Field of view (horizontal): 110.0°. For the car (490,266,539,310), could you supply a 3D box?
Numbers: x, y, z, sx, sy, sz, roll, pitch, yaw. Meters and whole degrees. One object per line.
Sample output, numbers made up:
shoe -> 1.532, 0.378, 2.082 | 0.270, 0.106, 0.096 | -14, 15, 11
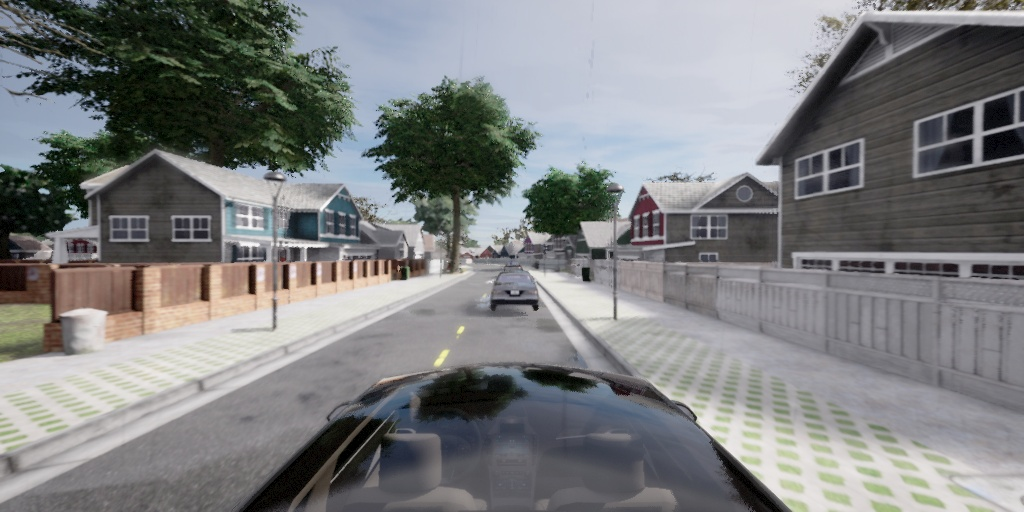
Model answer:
car -> 0.102, 1.295, 14.734 | 2.033, 1.411, 5.357 | 0, 0, 0

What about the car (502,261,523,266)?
car -> 0.081, 1.266, 35.222 | 2.128, 1.511, 4.902 | 0, 0, 0
